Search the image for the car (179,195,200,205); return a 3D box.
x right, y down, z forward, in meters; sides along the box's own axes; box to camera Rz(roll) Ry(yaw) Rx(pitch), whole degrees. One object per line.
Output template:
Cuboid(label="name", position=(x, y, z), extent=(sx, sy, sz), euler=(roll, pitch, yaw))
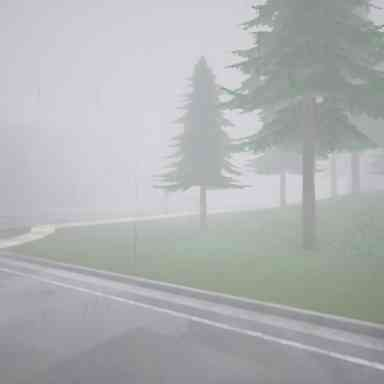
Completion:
Cuboid(label="car", position=(-0.314, 1.585, 68.044), extent=(2.150, 2.045, 5.566), euler=(-1, -1, 35))

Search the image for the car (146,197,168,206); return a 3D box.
Cuboid(label="car", position=(-6.823, 1.765, 64.928), extent=(2.097, 1.767, 4.553), euler=(-1, 0, 36))
